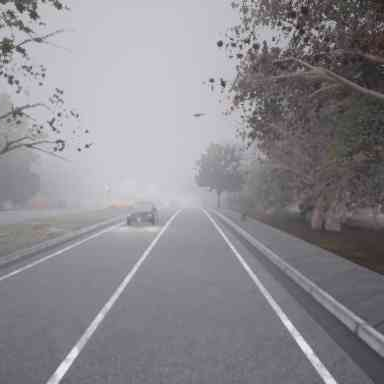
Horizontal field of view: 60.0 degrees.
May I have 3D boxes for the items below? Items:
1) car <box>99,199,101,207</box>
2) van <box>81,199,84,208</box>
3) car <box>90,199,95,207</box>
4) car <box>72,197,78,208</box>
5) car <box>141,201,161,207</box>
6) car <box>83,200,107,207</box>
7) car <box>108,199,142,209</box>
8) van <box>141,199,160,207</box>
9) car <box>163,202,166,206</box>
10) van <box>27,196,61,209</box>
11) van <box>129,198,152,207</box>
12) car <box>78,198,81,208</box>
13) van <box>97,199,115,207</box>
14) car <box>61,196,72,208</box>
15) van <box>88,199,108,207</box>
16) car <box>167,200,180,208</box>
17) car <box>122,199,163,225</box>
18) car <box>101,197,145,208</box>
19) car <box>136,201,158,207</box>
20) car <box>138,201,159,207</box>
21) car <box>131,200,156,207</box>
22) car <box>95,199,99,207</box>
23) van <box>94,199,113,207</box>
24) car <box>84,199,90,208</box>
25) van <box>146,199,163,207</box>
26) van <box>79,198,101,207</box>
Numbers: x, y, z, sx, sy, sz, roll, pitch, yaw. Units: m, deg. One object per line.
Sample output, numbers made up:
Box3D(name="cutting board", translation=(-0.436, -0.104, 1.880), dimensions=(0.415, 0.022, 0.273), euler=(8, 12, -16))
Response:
Box3D(name="car", translation=(-23.546, 2.645, 74.627), dimensions=(4.892, 1.521, 2.231), euler=(0, -2, 0))
Box3D(name="van", translation=(-23.653, 2.031, 63.560), dimensions=(4.442, 1.987, 1.878), euler=(0, -2, 0))
Box3D(name="car", translation=(-23.538, 2.446, 68.964), dimensions=(5.008, 1.535, 2.097), euler=(0, -2, 0))
Box3D(name="car", translation=(-23.342, 2.061, 58.018), dimensions=(5.366, 1.575, 1.946), euler=(0, -2, 0))
Box3D(name="car", translation=(-10.517, 3.030, 85.569), dimensions=(4.792, 1.488, 2.163), euler=(0, -2, 0))
Box3D(name="car", translation=(-23.376, 2.834, 80.165), dimensions=(5.366, 1.575, 1.946), euler=(0, -2, 0))
Box3D(name="car", translation=(-10.445, 1.862, 52.278), dimensions=(4.892, 1.521, 2.231), euler=(0, -2, 0))
Box3D(name="van", translation=(-10.368, 2.677, 82.798), dimensions=(4.442, 1.987, 1.878), euler=(0, -2, 0))
Box3D(name="car", translation=(-10.521, 2.860, 88.331), dimensions=(5.566, 2.045, 2.435), euler=(0, -3, 0))
Box3D(name="van", translation=(-23.637, 1.664, 52.367), dimensions=(4.442, 1.987, 1.878), euler=(0, -2, 0))
Box3D(name="van", translation=(-10.581, 2.192, 68.925), dimensions=(4.442, 1.987, 1.878), euler=(0, -2, 0))
Box3D(name="car", translation=(-23.525, 2.161, 60.783), dimensions=(4.892, 1.521, 2.231), euler=(0, -2, 0))
Box3D(name="van", translation=(-23.693, 3.061, 91.226), dimensions=(4.442, 1.987, 1.878), euler=(0, -3, 0))
Box3D(name="car", translation=(-23.552, 1.723, 55.259), dimensions=(5.566, 2.045, 2.435), euler=(0, -2, 0))
Box3D(name="van", translation=(-23.448, 2.708, 82.939), dimensions=(4.442, 1.987, 1.878), euler=(0, -2, 0))
Box3D(name="car", translation=(-3.391, 2.301, 65.790), dimensions=(1.837, 1.490, 4.892), euler=(0, -2, 0))
Box3D(name="car", translation=(-3.394, 1.488, 23.587), dimensions=(1.812, 1.442, 4.674), euler=(0, 0, 0))
Box3D(name="car", translation=(-10.250, 1.784, 49.510), dimensions=(5.366, 1.575, 1.946), euler=(0, -2, 0))
Box3D(name="car", translation=(-10.446, 2.738, 77.238), dimensions=(4.792, 1.488, 2.163), euler=(0, -2, 0))
Box3D(name="car", translation=(-10.483, 2.846, 80.014), dimensions=(4.674, 1.452, 2.002), euler=(0, -2, 0))
Box3D(name="car", translation=(-10.473, 2.514, 71.692), dimensions=(5.008, 1.535, 2.097), euler=(0, -2, 0))
Box3D(name="car", translation=(-23.543, 2.547, 71.858), dimensions=(5.008, 1.535, 2.097), euler=(0, -2, 0))
Box3D(name="van", translation=(-23.456, 2.912, 88.327), dimensions=(4.442, 1.987, 1.878), euler=(0, -2, 0))
Box3D(name="car", translation=(-23.509, 2.228, 66.325), dimensions=(4.553, 1.767, 2.185), euler=(0, -2, 0))
Box3D(name="van", translation=(-10.380, 3.027, 91.103), dimensions=(4.442, 1.987, 1.878), euler=(0, -3, 0))
Box3D(name="van", translation=(-23.674, 2.515, 77.403), dimensions=(4.442, 1.987, 1.878), euler=(0, -2, 0))
